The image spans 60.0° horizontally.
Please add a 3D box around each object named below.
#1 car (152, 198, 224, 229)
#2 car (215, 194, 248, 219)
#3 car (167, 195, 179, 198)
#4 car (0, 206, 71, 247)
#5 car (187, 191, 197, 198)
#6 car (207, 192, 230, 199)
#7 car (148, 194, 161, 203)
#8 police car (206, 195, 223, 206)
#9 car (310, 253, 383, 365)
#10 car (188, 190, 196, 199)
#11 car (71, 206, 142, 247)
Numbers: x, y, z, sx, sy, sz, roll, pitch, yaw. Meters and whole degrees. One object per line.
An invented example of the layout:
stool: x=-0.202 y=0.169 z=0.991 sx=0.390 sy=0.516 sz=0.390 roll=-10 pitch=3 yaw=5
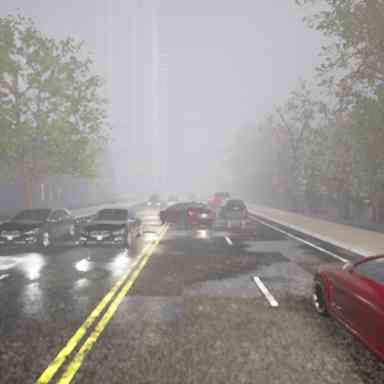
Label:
car: x=-0.418 y=1.366 z=20.871 sx=2.163 sy=1.488 sz=4.792 roll=-1 pitch=1 yaw=-29
car: x=3.248 y=1.256 z=26.697 sx=2.033 sy=1.649 sz=4.856 roll=0 pitch=0 yaw=0
car: x=-3.298 y=1.162 z=58.735 sx=2.033 sy=1.411 sz=5.357 roll=0 pitch=0 yaw=1
car: x=-6.599 y=1.409 z=14.477 sx=1.837 sy=1.490 sz=4.892 roll=0 pitch=0 yaw=0
car: x=-0.007 y=1.021 z=71.407 sx=1.837 sy=1.490 sz=4.892 roll=0 pitch=0 yaw=0
car: x=3.247 y=0.974 z=37.726 sx=2.150 sy=2.045 sz=5.566 roll=0 pitch=0 yaw=0
car: x=-6.553 y=1.118 z=58.952 sx=1.837 sy=1.490 sz=4.892 roll=0 pitch=1 yaw=1
police car: x=3.246 y=1.187 z=48.698 sx=2.038 sy=1.542 sz=4.974 roll=0 pitch=0 yaw=0
car: x=3.249 y=1.532 z=4.698 sx=1.994 sy=1.385 sz=4.181 roll=0 pitch=0 yaw=0
car: x=-0.006 y=0.649 z=83.464 sx=2.150 sy=2.045 sz=5.566 roll=0 pitch=0 yaw=0
car: x=-3.349 y=1.409 z=14.478 sx=1.837 sy=1.490 sz=4.892 roll=0 pitch=0 yaw=0
